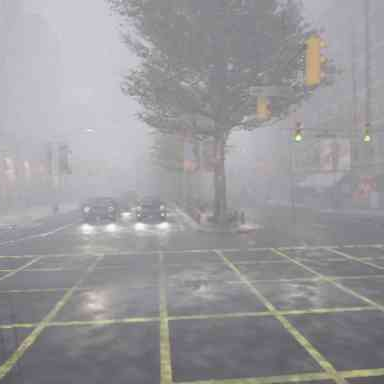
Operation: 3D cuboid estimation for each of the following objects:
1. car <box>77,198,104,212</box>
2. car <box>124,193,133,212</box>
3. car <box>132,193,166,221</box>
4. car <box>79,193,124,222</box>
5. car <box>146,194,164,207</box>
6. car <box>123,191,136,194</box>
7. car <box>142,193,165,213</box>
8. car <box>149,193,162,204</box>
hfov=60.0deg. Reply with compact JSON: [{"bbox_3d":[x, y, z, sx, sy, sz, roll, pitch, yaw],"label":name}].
[{"bbox_3d":[-10.847,1.331,35.992,1.895,1.301,4.718,-1,1,-6],"label":"car"},{"bbox_3d":[-7.449,1.219,34.594,1.837,1.490,4.892,-1,1,-5],"label":"car"},{"bbox_3d":[-3.045,1.119,24.994,2.097,1.767,4.553,-1,1,-6],"label":"car"},{"bbox_3d":[-6.505,1.162,24.459,2.097,1.767,4.553,-1,1,-5],"label":"car"},{"bbox_3d":[-4.814,1.085,43.460,2.128,1.511,4.902,-1,1,-6],"label":"car"},{"bbox_3d":[-8.512,0.836,45.225,2.150,2.045,5.566,-1,1,-6],"label":"car"},{"bbox_3d":[-3.868,1.037,33.730,2.097,1.767,4.553,-1,1,-5],"label":"car"},{"bbox_3d":[-5.822,0.977,53.505,1.882,1.535,5.008,-1,1,-6],"label":"car"}]
